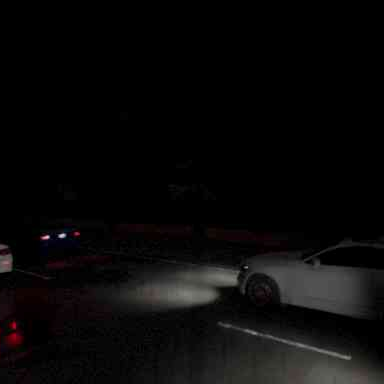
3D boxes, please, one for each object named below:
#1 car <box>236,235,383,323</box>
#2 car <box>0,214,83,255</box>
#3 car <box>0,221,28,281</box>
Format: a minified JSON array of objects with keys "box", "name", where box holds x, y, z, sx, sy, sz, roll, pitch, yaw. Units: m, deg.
[{"box":[3.087,1.529,6.094,4.674,1.442,1.812,0,0,36],"name":"car"},{"box":[-6.544,1.578,13.029,5.357,1.411,2.033,0,0,36],"name":"car"},{"box":[-6.443,1.550,8.641,4.674,1.442,1.812,0,0,36],"name":"car"}]
